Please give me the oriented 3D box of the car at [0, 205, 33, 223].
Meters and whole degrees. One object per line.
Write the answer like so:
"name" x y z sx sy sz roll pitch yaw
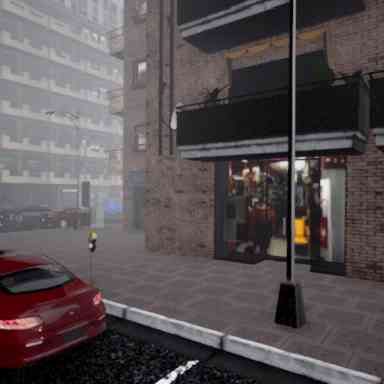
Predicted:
"car" -13.274 1.726 27.006 1.994 1.385 4.181 1 0 36

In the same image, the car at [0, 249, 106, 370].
"car" -3.119 1.581 5.230 4.206 1.307 1.802 0 0 36

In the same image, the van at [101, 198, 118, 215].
"van" -8.664 1.605 37.847 1.690 1.788 3.998 0 -1 36

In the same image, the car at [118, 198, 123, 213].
"car" -5.359 1.529 38.027 2.150 2.045 5.566 1 0 36

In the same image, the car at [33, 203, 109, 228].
"car" -8.492 1.754 23.728 1.887 1.381 4.507 0 -1 36
